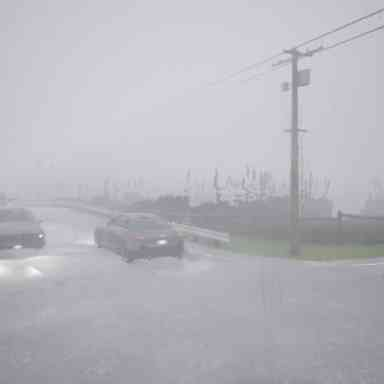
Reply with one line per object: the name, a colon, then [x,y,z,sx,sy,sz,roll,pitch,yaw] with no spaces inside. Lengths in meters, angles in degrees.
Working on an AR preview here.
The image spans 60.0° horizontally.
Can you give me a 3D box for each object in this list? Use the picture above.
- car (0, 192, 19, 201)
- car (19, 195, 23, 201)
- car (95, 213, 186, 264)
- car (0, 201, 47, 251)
car: [-12.534,0.783,20.974,2.097,1.767,4.553,0,2,-34]
car: [-22.891,1.105,42.424,2.128,1.511,4.902,0,-3,-36]
car: [-1.953,1.424,11.631,1.994,1.385,4.181,0,1,-32]
car: [-7.054,1.305,12.882,2.033,1.411,5.357,0,2,-34]
